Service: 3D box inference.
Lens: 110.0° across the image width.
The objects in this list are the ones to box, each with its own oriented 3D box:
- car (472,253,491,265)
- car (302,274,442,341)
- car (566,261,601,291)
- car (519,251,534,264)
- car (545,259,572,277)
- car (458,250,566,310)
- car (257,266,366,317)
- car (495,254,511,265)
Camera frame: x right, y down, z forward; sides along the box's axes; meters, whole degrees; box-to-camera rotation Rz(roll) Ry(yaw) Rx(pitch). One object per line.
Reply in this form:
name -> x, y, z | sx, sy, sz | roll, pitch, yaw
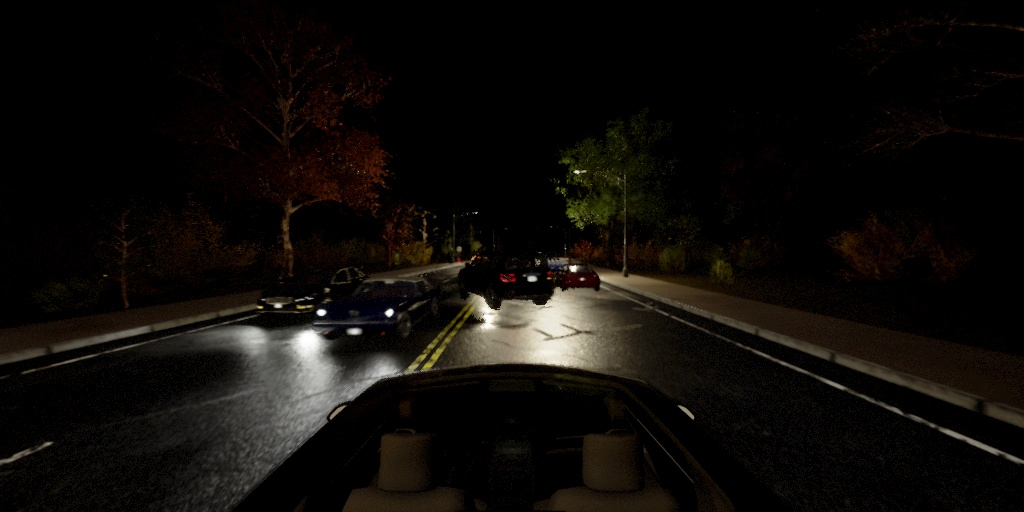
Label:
car -> -4.561, 0.384, 53.471 | 2.097, 1.767, 4.553 | 0, 1, 5
car -> -3.272, 1.246, 9.703 | 1.895, 1.301, 4.718 | 0, 1, 1
car -> 3.513, 1.079, 19.629 | 1.994, 1.385, 4.181 | 0, 1, 2
car -> 2.451, 0.169, 59.057 | 2.150, 2.045, 5.566 | 0, 1, 5
car -> 3.900, 0.963, 30.576 | 1.895, 1.301, 4.718 | 0, 1, 2
car -> -0.446, 0.809, 14.145 | 2.150, 2.045, 5.566 | -2, 2, -25
car -> -6.473, 1.113, 12.413 | 1.837, 1.490, 4.892 | 0, 1, 1
car -> -1.299, 0.508, 53.515 | 1.882, 1.535, 5.008 | 0, 1, 5
